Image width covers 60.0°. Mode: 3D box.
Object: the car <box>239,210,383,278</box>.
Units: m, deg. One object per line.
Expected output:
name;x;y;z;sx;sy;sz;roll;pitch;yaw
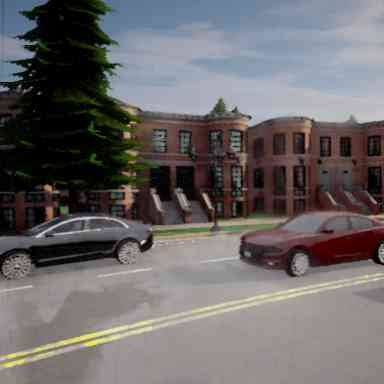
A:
car;3.730;1.302;9.593;5.008;1.535;1.882;-1;1;-24

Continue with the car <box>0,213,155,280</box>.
car;-3.493;1.399;9.685;4.902;1.511;2.128;-1;1;-31
